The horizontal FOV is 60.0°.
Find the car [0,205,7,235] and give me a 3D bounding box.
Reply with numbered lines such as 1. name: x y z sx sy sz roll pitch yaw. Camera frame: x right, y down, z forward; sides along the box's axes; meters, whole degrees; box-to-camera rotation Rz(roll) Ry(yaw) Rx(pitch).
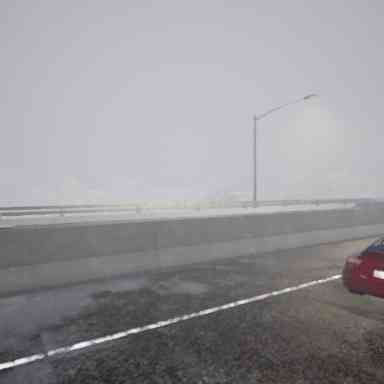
1. car: -12.259 1.486 16.733 4.902 1.511 2.128 0 0 -35

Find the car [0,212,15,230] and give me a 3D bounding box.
1. car: -8.589 1.546 10.757 5.357 1.411 2.033 0 0 -35

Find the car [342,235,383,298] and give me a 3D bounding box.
1. car: 5.255 1.536 7.453 4.181 1.385 1.994 0 0 -35

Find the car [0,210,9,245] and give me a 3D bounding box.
1. car: -10.175 1.560 13.920 4.181 1.385 1.994 0 0 -35

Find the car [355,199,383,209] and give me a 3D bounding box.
1. car: 21.816 1.500 40.394 4.718 1.301 1.895 0 0 -34
